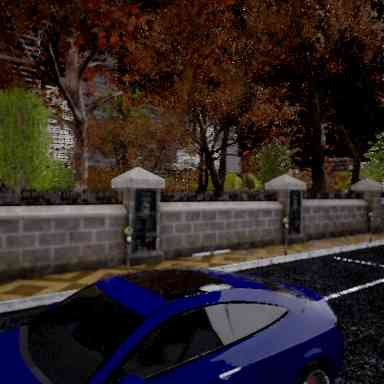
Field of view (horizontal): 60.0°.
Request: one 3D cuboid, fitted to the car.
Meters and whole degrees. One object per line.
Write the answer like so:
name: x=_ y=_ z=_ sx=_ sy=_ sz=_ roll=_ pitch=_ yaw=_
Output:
car: x=-0.435 y=1.534 z=3.055 sx=4.674 sy=1.442 sz=1.812 roll=0 pitch=0 yaw=-36
